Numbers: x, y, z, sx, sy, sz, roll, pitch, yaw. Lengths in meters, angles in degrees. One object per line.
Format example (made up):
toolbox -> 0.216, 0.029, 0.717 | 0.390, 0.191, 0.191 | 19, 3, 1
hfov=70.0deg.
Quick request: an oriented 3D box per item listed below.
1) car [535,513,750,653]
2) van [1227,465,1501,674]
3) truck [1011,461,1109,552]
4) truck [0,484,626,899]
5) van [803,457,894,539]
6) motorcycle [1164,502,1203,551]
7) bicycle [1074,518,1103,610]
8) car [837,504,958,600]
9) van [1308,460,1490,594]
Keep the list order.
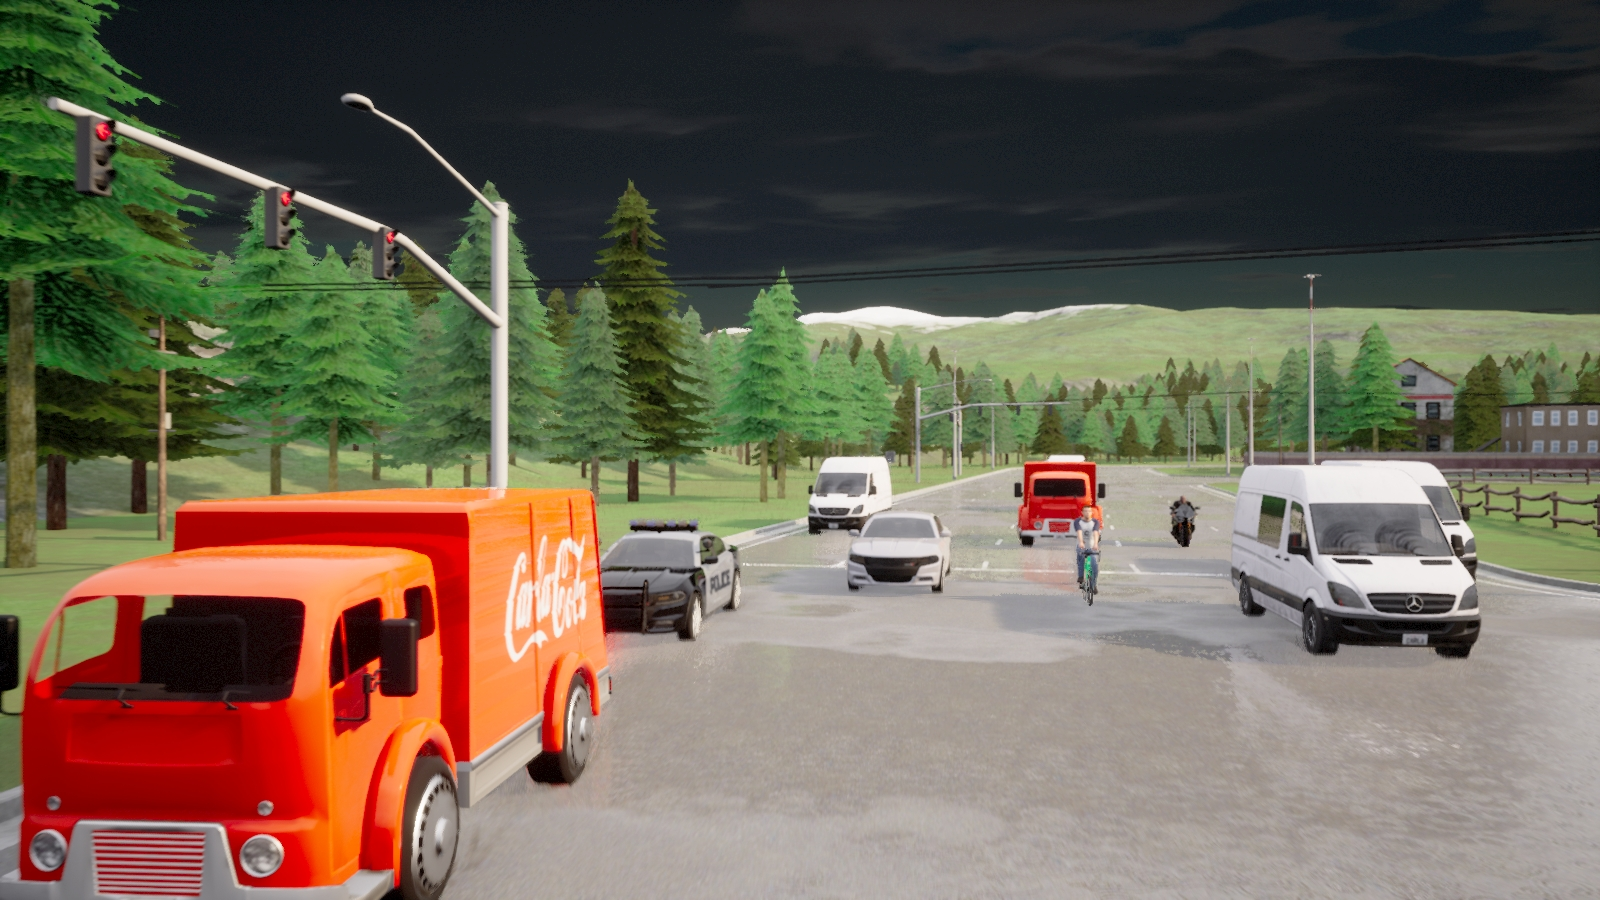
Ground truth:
car -> -2.319, 1.982, 18.482 | 2.097, 1.638, 5.238 | 0, 0, 8
van -> 8.238, 1.535, 17.428 | 1.988, 2.561, 5.915 | 0, 0, 8
truck -> 7.753, 1.570, 34.119 | 2.627, 2.467, 5.204 | 0, 0, 13
truck -> -3.171, 1.567, 8.467 | 2.627, 2.467, 5.204 | 0, 0, 4
van -> 1.773, 1.534, 39.197 | 1.988, 2.561, 5.915 | 0, 0, 14
motorcycle -> 11.167, 2.206, 33.330 | 0.867, 1.251, 2.209 | 0, 0, 13
bicycle -> 5.254, 2.056, 20.874 | 0.373, 1.496, 1.643 | 0, 1, 9
car -> 2.163, 2.034, 24.009 | 2.097, 1.535, 5.006 | 0, 0, 10
van -> 13.062, 1.535, 25.400 | 1.988, 2.561, 5.915 | 0, 0, 11
